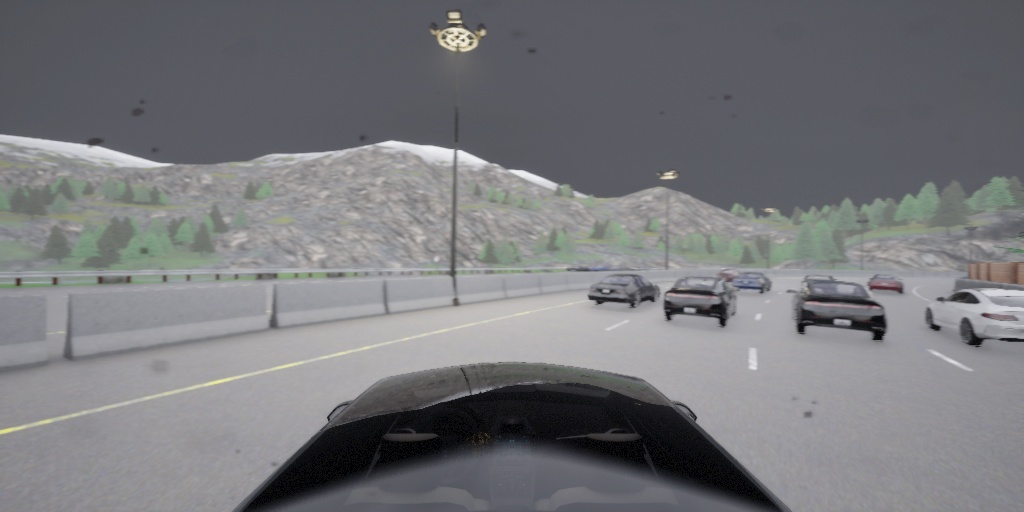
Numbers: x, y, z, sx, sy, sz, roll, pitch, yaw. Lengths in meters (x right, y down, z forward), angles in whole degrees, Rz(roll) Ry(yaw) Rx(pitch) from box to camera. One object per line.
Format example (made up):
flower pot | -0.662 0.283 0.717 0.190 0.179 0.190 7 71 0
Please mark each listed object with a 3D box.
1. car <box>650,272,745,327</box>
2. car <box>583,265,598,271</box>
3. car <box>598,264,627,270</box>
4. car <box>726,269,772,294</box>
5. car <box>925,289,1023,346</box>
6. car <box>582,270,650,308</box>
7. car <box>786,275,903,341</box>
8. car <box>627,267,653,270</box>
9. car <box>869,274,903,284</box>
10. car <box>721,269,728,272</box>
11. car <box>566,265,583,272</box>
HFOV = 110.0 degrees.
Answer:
car | 6.828 1.483 12.864 2.128 1.511 4.902 1 -1 36
car | 12.808 1.939 51.287 5.008 1.535 1.882 2 -1 -42
car | 14.025 1.931 47.647 5.008 1.535 1.882 2 -1 -43
car | 17.351 1.874 25.885 2.033 1.411 5.357 1 -1 42
car | 13.235 1.621 9.775 1.812 1.442 4.674 1 0 36
car | 5.377 1.545 16.814 2.033 1.411 5.357 1 -1 37
car | 9.905 1.532 11.157 2.128 1.511 4.902 1 -1 36
car | 16.947 2.059 45.579 4.181 1.385 1.994 2 -1 -43
car | 30.308 2.188 29.123 4.181 1.385 1.994 2 -1 -43
car | 21.576 2.024 35.285 4.674 1.442 1.812 1 -1 -44
car | 10.136 2.027 53.609 4.718 1.301 1.895 2 -1 -43
